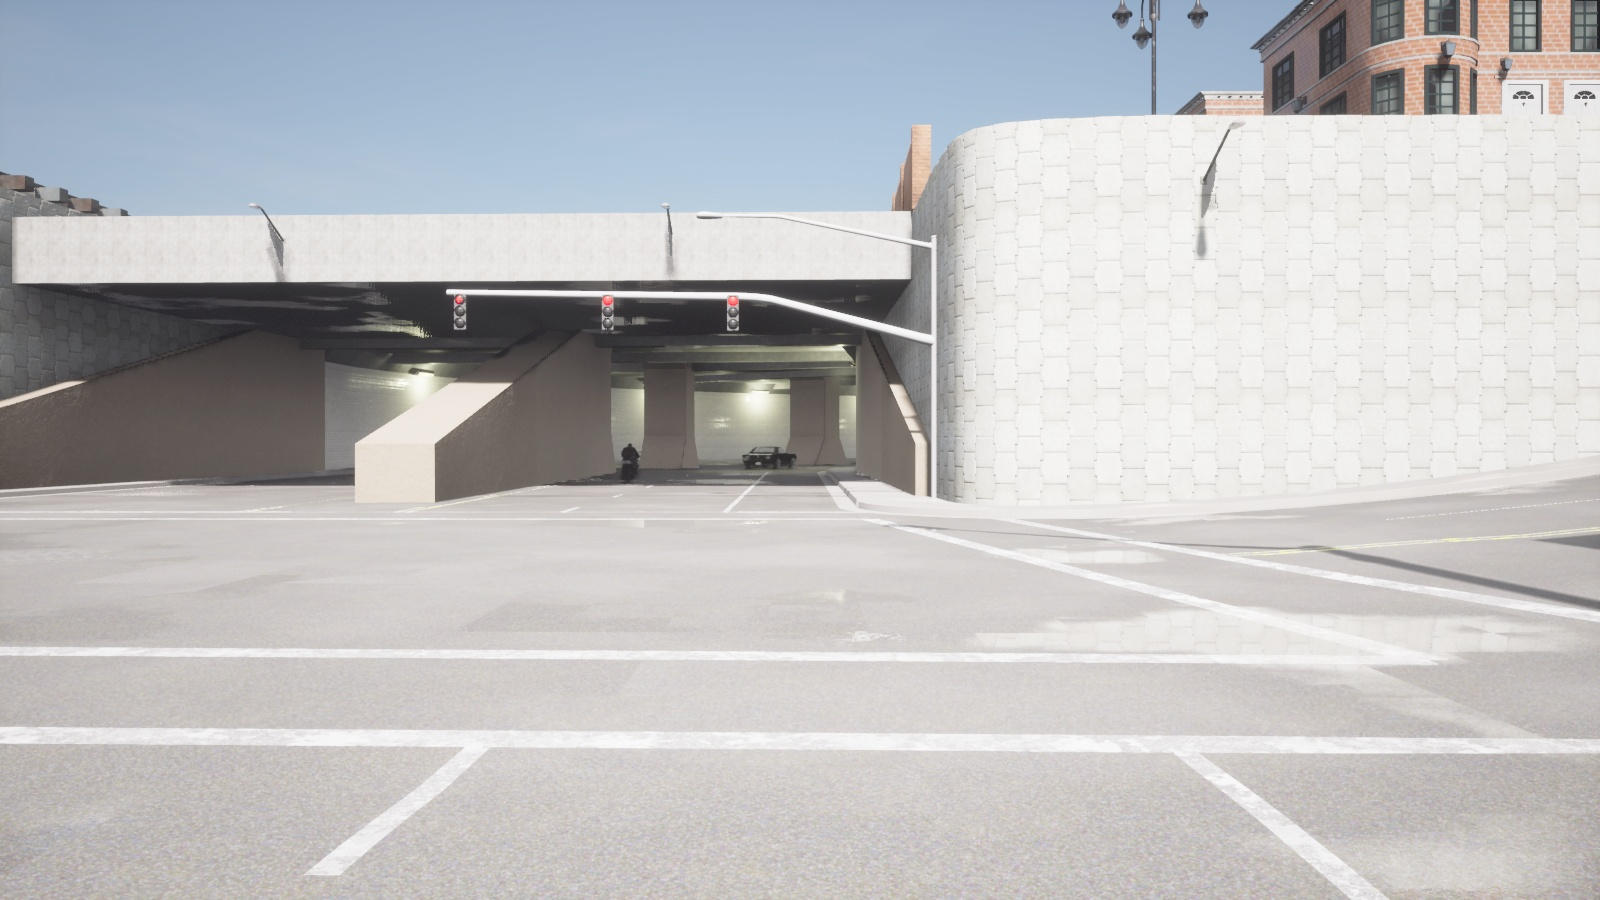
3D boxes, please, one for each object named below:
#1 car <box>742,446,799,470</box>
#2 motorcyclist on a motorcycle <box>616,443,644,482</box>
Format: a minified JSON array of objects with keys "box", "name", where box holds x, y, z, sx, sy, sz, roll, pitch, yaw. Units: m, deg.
[{"box":[-1.655,0.438,72.203,1.895,1.301,4.718,0,0,17],"name":"car"},{"box":[-6.883,0.489,50.887,0.866,1.530,2.191,0,0,0],"name":"motorcyclist on a motorcycle"}]
